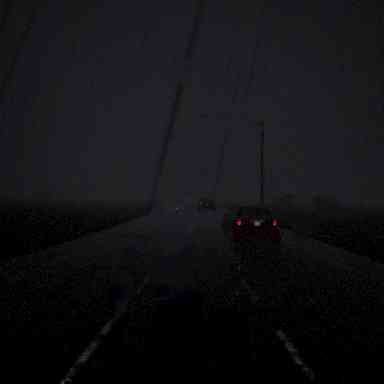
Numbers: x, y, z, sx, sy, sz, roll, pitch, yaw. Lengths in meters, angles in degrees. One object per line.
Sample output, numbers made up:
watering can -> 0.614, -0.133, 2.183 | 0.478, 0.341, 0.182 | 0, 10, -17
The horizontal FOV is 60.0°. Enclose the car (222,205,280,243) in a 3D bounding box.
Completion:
car -> 2.758, 1.407, 16.542 | 2.097, 1.767, 4.553 | 0, 0, -2

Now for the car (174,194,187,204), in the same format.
car -> -2.525, 1.607, 64.890 | 2.128, 1.511, 4.902 | 0, 0, -2

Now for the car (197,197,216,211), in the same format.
car -> 1.799, 1.456, 42.606 | 2.097, 1.767, 4.553 | 0, 0, -2
